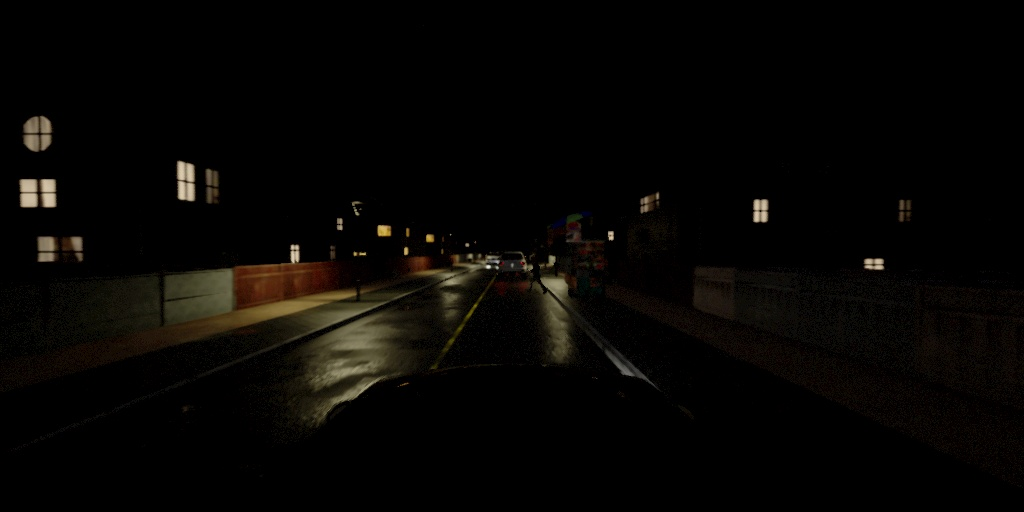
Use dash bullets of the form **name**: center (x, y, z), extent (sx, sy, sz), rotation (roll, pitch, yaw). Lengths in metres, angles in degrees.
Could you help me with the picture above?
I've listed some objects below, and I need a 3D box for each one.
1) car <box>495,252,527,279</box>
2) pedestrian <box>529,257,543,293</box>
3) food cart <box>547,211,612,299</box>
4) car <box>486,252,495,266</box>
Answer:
- **car**: center (0.032, 0.689, 28.453), extent (2.150, 2.045, 5.566), rotation (0, 0, 0)
- **pedestrian**: center (1.138, 0.883, 17.174), extent (0.375, 1.860, 0.375), rotation (-1, 1, -3)
- **food cart**: center (3.009, 0.071, 15.643), extent (2.280, 3.560, 4.660), rotation (0, 0, 0)
- **car**: center (-2.796, 0.388, 55.880), extent (2.150, 2.045, 5.566), rotation (0, 1, 1)
